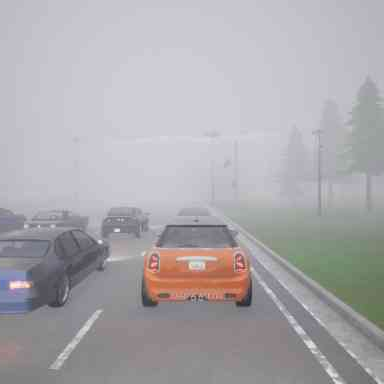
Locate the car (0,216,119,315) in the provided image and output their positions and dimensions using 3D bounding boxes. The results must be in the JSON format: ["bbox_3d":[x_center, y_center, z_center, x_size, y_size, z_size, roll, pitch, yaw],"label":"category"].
[{"bbox_3d":[-3.407,1.547,7.870,2.033,1.411,5.357,0,0,0],"label":"car"}]

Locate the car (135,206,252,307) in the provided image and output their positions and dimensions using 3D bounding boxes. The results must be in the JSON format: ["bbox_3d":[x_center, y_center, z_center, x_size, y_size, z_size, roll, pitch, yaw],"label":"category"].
[{"bbox_3d":[0.092,1.352,8.145,2.097,1.767,4.553,0,0,0],"label":"car"}]

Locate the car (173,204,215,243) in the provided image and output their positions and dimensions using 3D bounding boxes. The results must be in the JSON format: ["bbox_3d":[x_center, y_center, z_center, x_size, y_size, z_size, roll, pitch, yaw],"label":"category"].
[{"bbox_3d":[0.082,1.478,17.172,1.882,1.535,5.008,0,0,0],"label":"car"}]

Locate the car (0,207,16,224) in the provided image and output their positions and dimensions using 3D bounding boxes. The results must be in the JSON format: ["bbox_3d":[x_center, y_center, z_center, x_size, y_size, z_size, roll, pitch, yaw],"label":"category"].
[{"bbox_3d":[-10.419,1.478,17.160,1.882,1.535,5.008,0,0,0],"label":"car"}]

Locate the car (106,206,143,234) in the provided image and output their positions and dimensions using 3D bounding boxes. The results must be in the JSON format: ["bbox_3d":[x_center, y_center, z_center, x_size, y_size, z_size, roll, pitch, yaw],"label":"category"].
[{"bbox_3d":[-3.420,1.505,17.615,1.837,1.490,4.892,0,0,0],"label":"car"}]

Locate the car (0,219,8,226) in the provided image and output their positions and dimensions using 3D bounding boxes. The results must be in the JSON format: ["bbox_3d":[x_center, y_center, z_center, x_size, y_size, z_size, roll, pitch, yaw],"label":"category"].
[{"bbox_3d":[-6.918,1.601,8.260,1.895,1.301,4.718,0,0,0],"label":"car"}]

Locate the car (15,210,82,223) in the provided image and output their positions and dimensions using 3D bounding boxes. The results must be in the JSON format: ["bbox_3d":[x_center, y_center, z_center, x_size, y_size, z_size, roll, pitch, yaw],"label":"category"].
[{"bbox_3d":[-6.918,1.601,17.364,1.895,1.301,4.718,0,0,0],"label":"car"}]
